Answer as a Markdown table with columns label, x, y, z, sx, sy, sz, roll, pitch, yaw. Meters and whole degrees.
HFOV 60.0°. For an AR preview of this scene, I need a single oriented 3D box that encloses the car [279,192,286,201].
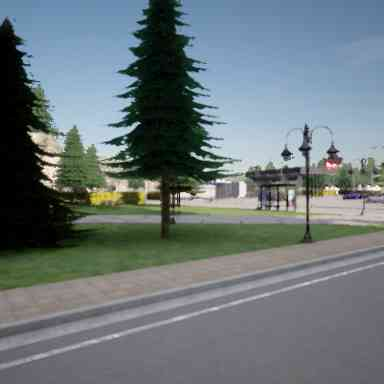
| label | x | y | z | sx | sy | sz | roll | pitch | yaw |
| --- | --- | --- | --- | --- | --- | --- | --- | --- | --- |
| car | 15.396 | 1.006 | 63.887 | 2.007 | 1.523 | 4.514 | 0 | 0 | -36 |

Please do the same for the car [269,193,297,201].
| label | x | y | z | sx | sy | sz | roll | pitch | yaw |
| --- | --- | --- | --- | --- | --- | --- | --- | --- | --- |
| car | 17.919 | 0.975 | 65.751 | 2.152 | 1.636 | 5.027 | 0 | 0 | -36 |

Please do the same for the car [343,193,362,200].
| label | x | y | z | sx | sy | sz | roll | pitch | yaw |
| --- | --- | --- | --- | --- | --- | --- | --- | --- | --- |
| car | 32.019 | 0.880 | 66.384 | 1.845 | 1.501 | 3.633 | 0 | 0 | -36 |

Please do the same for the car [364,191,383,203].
| label | x | y | z | sx | sy | sz | roll | pitch | yaw |
| --- | --- | --- | --- | --- | --- | --- | --- | --- | --- |
| car | 28.641 | 1.029 | 50.471 | 1.970 | 1.475 | 3.806 | 0 | 0 | -36 |
